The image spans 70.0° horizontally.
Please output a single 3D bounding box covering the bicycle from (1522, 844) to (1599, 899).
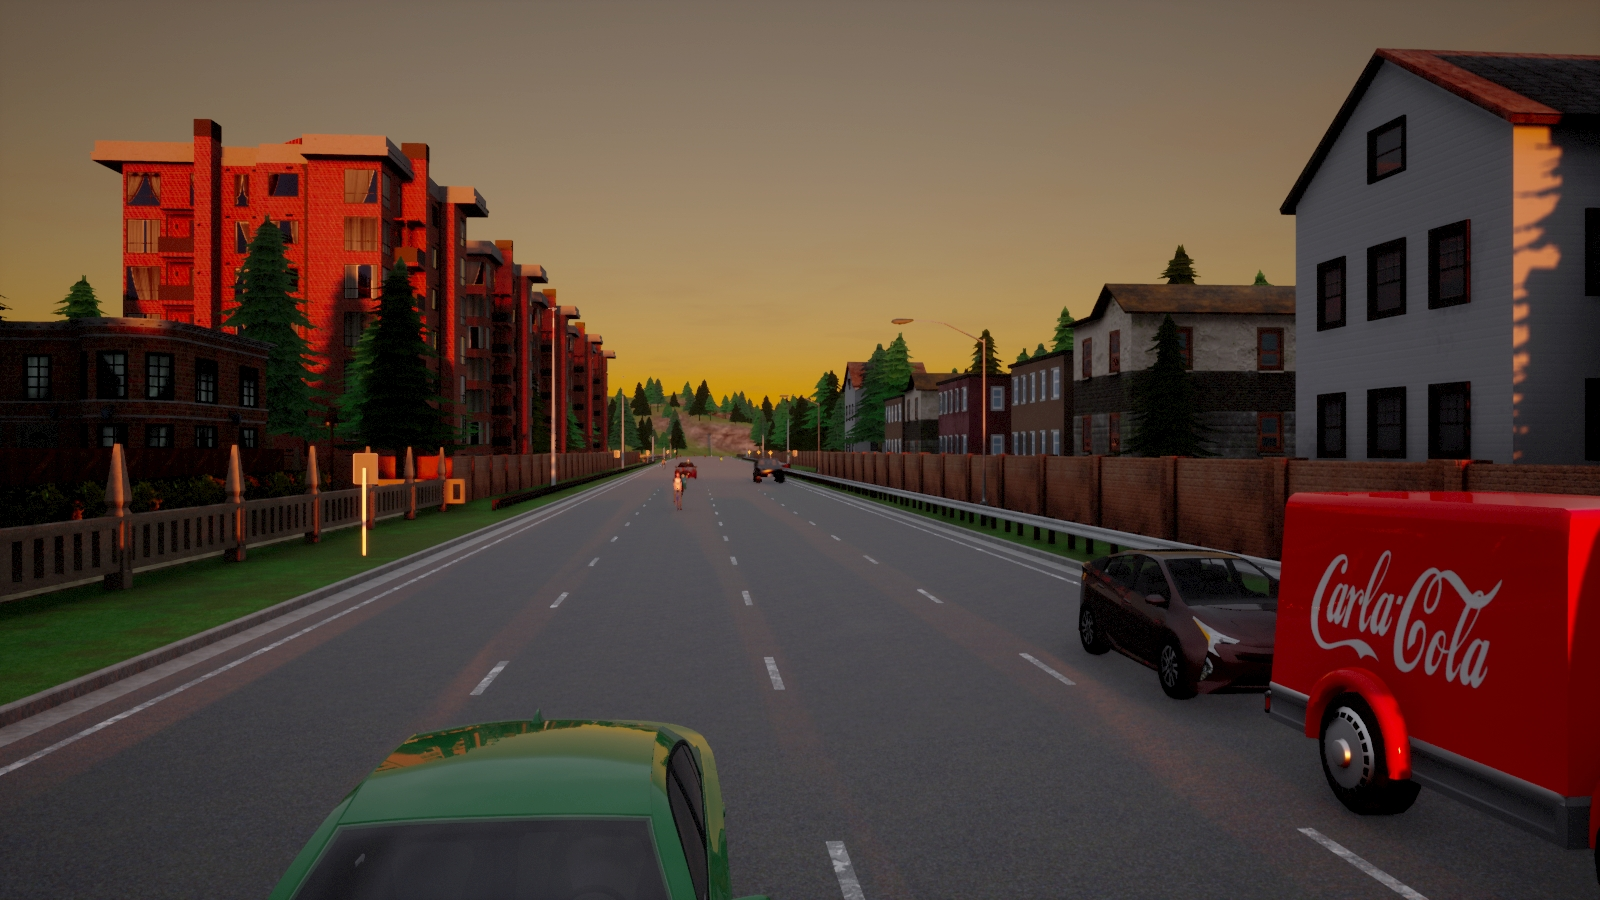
[{"bbox_3d":[2.623,2.056,2.959,0.373,1.496,1.643,0,0,-4],"label":"bicycle"}]

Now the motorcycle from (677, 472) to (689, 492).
[{"bbox_3d":[-7.924,2.142,77.442,0.856,1.316,1.805,0,0,-5],"label":"motorcycle"}]

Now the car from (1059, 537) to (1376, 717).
[{"bbox_3d":[4.945,2.040,14.354,2.007,1.525,4.514,0,0,-5],"label":"car"}]

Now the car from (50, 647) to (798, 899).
[{"bbox_3d":[-1.202,2.034,4.748,2.097,1.535,5.006,0,0,-5],"label":"car"}]

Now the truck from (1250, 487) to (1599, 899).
[{"bbox_3d":[5.566,1.568,7.740,2.627,2.467,5.204,0,0,-5],"label":"truck"}]

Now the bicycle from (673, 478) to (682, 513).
[{"bbox_3d":[-5.585,2.056,52.146,0.373,1.496,1.643,0,0,-5],"label":"bicycle"}]
